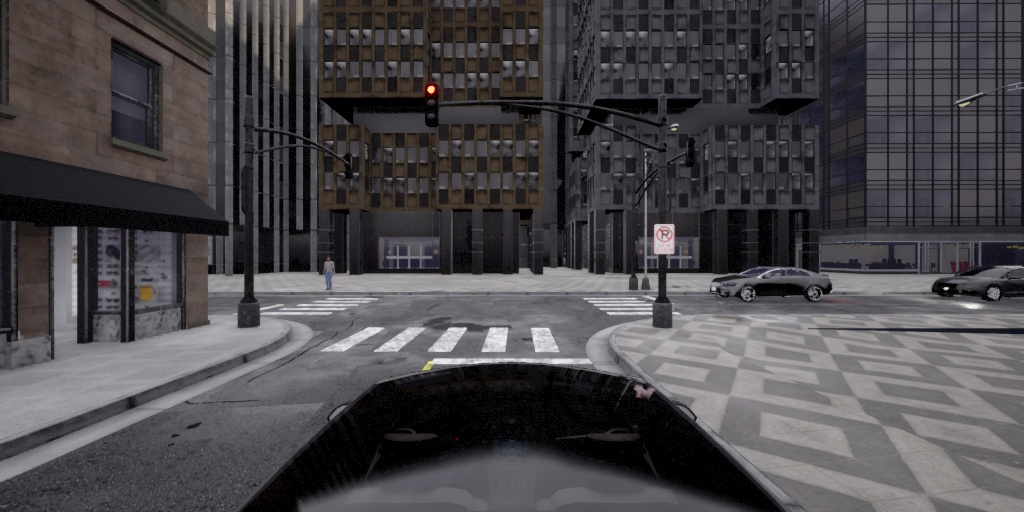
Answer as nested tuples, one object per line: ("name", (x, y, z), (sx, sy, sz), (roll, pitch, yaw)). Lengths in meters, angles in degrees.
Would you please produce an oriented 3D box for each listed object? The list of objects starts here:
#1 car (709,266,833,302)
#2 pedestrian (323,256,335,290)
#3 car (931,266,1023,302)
("car", (11.634, 1.223, 16.297), (4.902, 1.511, 2.128), (0, 0, 0))
("pedestrian", (-9.929, 0.902, 19.476), (0.375, 1.860, 0.375), (0, 0, 0))
("car", (22.100, 1.222, 16.222), (4.892, 1.490, 1.837), (0, 0, 1))
